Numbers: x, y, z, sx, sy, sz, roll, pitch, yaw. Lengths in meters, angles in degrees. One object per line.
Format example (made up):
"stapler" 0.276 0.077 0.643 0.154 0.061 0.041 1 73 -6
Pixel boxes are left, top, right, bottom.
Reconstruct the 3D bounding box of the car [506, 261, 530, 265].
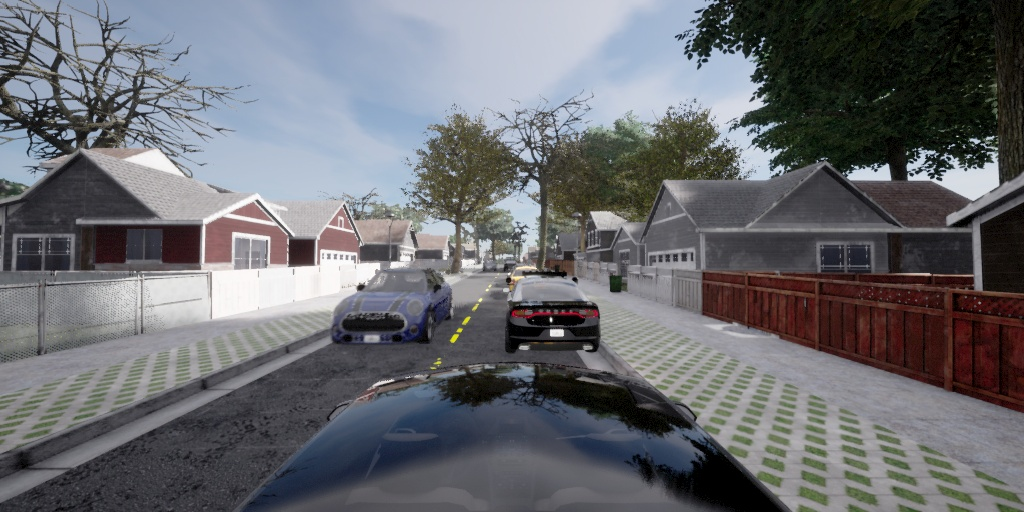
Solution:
"car" 0.747 1.221 19.111 1.801 1.575 5.366 0 0 0

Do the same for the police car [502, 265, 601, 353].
"police car" 0.795 1.181 9.025 1.930 1.638 5.238 0 0 0

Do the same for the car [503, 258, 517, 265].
"car" -0.174 1.345 49.573 1.882 1.535 5.008 0 0 0

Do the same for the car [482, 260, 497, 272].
"car" -2.965 1.352 48.108 2.128 1.511 4.902 0 0 0

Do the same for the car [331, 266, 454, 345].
"car" -2.885 1.108 9.598 2.097 1.767 4.553 0 0 0
